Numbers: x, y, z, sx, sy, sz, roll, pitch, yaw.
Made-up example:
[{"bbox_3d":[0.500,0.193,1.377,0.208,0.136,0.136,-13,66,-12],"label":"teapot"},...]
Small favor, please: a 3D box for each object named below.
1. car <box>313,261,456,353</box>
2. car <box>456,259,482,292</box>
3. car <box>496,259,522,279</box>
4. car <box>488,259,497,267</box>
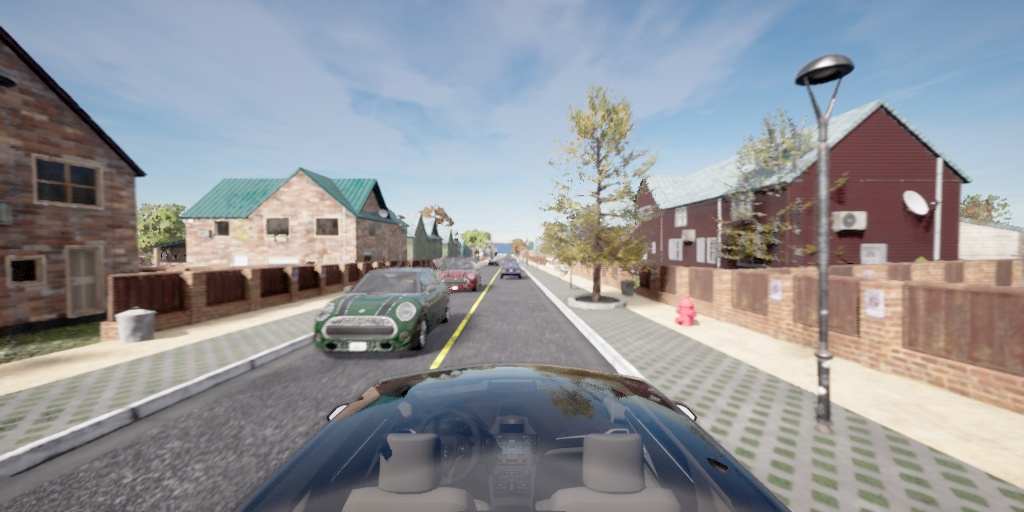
[{"bbox_3d":[-2.882,1.088,8.929,2.097,1.767,4.553,0,0,0],"label":"car"},{"bbox_3d":[-2.943,1.052,20.834,2.097,1.767,4.553,0,0,0],"label":"car"},{"bbox_3d":[-0.081,1.207,31.455,2.033,1.411,5.357,0,0,0],"label":"car"},{"bbox_3d":[-3.156,1.189,62.066,1.895,1.301,4.718,0,0,0],"label":"car"}]
